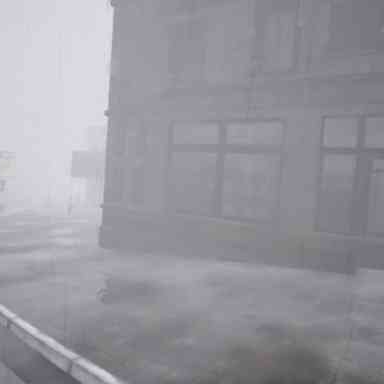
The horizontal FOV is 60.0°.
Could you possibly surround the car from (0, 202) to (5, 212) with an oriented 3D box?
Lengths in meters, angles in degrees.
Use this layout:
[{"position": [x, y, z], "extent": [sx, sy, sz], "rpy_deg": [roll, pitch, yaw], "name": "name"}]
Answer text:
[{"position": [-21.632, 1.497, 35.910], "extent": [1.994, 1.385, 4.181], "rpy_deg": [3, -1, -18], "name": "car"}]
